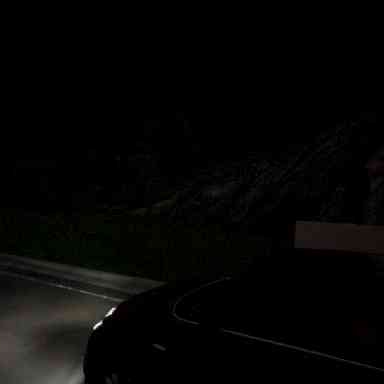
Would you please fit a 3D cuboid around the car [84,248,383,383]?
[{"bbox_3d":[1.065,1.353,3.125,4.553,1.767,2.097,0,0,35],"label":"car"}]
